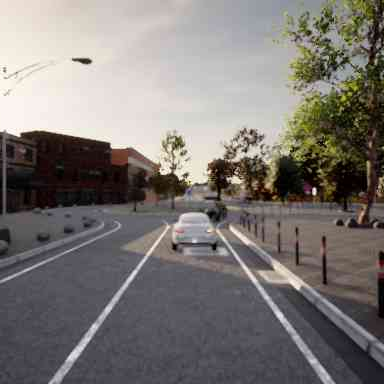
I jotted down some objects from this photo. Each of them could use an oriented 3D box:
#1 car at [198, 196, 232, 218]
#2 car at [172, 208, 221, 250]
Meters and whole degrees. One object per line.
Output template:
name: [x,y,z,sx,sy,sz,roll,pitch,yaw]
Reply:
car: [1.894,1.556,29.855,2.097,1.767,4.553,0,0,17]
car: [0.095,1.635,14.794,1.812,1.442,4.674,0,-1,0]
